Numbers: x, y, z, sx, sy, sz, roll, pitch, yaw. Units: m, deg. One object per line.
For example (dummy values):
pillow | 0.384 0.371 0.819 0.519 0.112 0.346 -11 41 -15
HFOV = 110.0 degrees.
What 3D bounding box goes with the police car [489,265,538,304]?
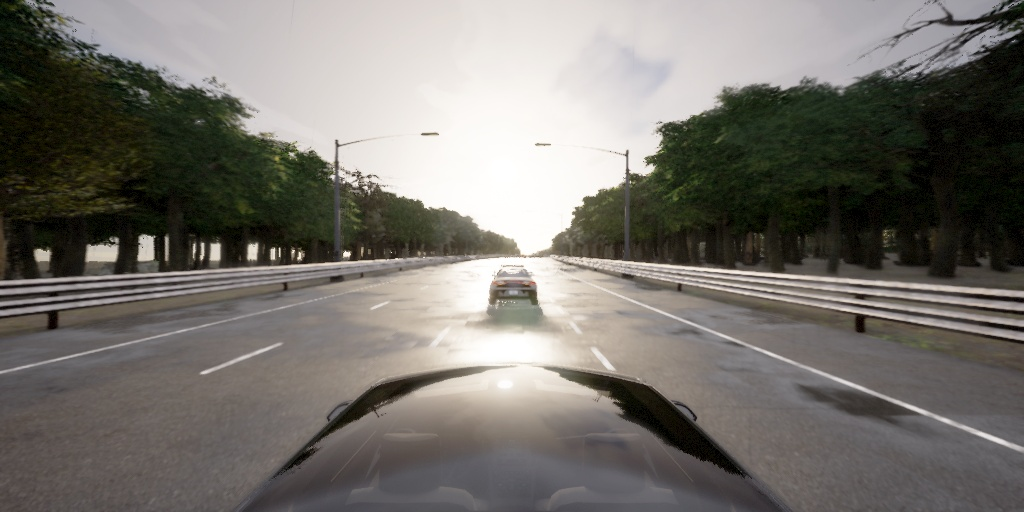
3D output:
police car | 0.049 1.183 16.143 2.038 1.542 4.974 0 1 0
